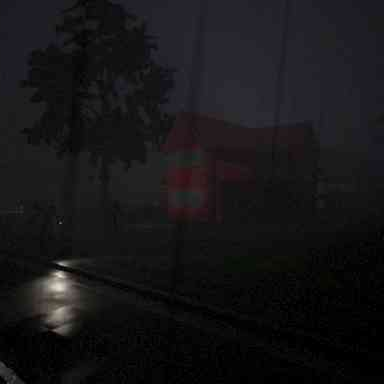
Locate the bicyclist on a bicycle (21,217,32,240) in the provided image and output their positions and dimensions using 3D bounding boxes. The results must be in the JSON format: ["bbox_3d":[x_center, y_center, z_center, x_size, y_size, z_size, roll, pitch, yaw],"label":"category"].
[{"bbox_3d":[-6.757,1.307,14.880,1.656,1.620,0.582,-2,1,-40],"label":"bicyclist on a bicycle"}]

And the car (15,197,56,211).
[{"bbox_3d":[-19.428,1.389,41.415,2.097,1.767,4.553,-1,1,41],"label":"car"}]

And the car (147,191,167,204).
[{"bbox_3d":[-5.191,0.889,57.767,2.150,2.045,5.566,-1,0,41],"label":"car"}]

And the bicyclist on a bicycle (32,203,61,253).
[{"bbox_3d":[-5.007,1.298,11.807,0.582,1.620,1.656,-1,1,-42],"label":"bicyclist on a bicycle"}]

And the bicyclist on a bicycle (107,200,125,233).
[{"bbox_3d":[-3.893,1.252,17.063,0.582,1.620,1.656,-1,0,21],"label":"bicyclist on a bicycle"}]
